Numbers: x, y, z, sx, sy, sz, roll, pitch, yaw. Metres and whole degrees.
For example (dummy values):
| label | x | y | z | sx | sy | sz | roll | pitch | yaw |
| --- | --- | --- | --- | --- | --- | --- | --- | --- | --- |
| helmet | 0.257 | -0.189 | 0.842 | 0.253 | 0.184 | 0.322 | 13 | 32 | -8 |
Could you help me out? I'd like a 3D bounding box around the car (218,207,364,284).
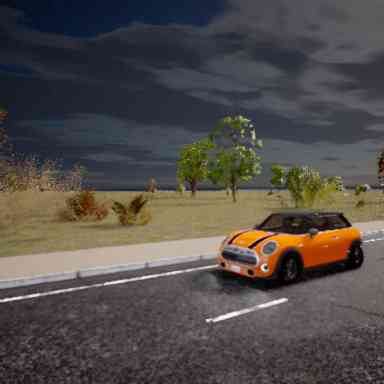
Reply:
| label | x | y | z | sx | sy | sz | roll | pitch | yaw |
| --- | --- | --- | --- | --- | --- | --- | --- | --- | --- |
| car | 2.952 | 1.345 | 9.690 | 4.553 | 1.767 | 2.097 | 0 | 0 | -35 |
